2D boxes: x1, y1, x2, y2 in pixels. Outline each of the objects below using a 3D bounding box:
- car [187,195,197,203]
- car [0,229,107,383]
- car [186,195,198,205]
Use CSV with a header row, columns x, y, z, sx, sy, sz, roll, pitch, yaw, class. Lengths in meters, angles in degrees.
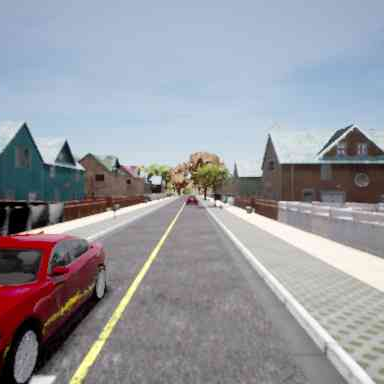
x,y,z,sx,sy,sz,roll,pitch,yaw,class
0.004,1.390,67.542,1.882,1.535,5.008,0,0,0,car
-2.833,1.477,5.474,1.882,1.535,5.008,0,0,0,car
0.003,1.328,57.398,2.097,1.767,4.553,0,0,0,car
